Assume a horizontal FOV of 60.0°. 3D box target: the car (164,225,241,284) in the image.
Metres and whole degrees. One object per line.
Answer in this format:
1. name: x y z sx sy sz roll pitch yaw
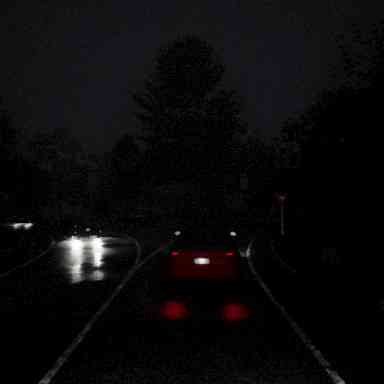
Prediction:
1. car: 0.386 1.676 9.964 1.994 1.385 4.181 0 -1 4

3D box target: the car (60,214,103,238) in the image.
1. car: -7.099 2.106 21.195 1.994 1.385 4.181 2 -3 -31

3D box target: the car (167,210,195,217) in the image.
1. car: -1.905 3.740 57.807 4.718 1.301 1.895 0 -3 7

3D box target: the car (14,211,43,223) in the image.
1. car: -19.438 2.958 39.717 1.994 1.385 4.181 0 -3 -3

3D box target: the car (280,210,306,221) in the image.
1. car: 13.262 3.070 44.040 1.882 1.535 5.008 1 -3 -6
